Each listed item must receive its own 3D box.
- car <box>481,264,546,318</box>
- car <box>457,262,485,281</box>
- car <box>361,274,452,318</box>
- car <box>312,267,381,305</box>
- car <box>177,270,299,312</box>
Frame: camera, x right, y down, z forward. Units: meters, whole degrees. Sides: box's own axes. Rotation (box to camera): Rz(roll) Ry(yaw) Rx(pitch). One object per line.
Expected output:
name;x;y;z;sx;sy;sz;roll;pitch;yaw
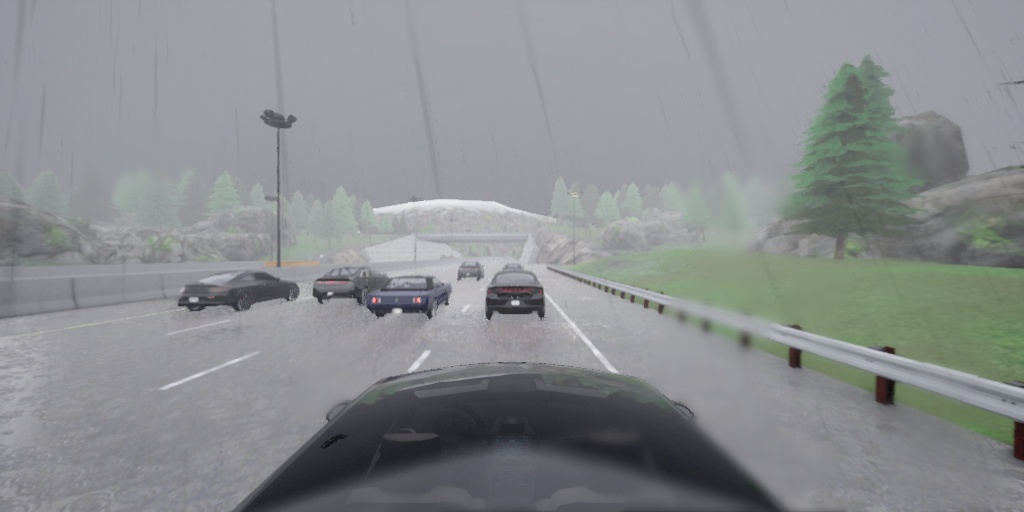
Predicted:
car;0.102;1.217;12.917;1.882;1.535;5.008;0;0;0
car;-3.398;1.214;30.133;2.128;1.511;4.902;0;0;0
car;-3.399;1.340;12.854;1.895;1.301;4.718;0;0;0
car;-6.899;1.228;16.037;2.128;1.511;4.902;0;0;0
car;-10.399;1.264;14.021;1.812;1.442;4.674;0;0;0
